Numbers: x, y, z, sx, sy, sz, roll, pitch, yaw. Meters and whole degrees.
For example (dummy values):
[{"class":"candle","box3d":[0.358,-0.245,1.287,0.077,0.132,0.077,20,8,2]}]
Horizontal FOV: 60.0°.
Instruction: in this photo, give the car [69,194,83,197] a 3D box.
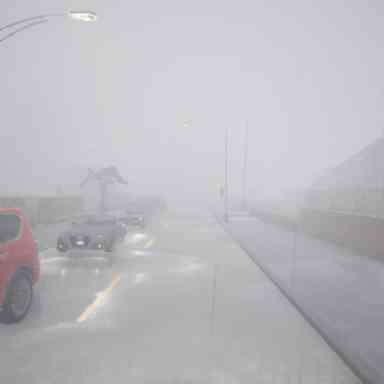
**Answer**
[{"class":"car","box3d":[-19.573,1.339,54.475,1.905,1.878,3.866,0,0,35]}]

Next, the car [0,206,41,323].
[{"class":"car","box3d":[-4.077,1.247,4.365,2.150,2.045,5.566,0,0,0]}]

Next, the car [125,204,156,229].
[{"class":"car","box3d":[-3.926,1.771,22.997,1.895,1.301,4.718,0,0,0]}]

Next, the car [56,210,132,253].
[{"class":"car","box3d":[-4.040,1.657,14.009,1.994,1.385,4.181,0,0,0]}]

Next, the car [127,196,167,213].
[{"class":"car","box3d":[-5.654,1.506,41.286,5.566,2.045,2.150,0,-1,35]}]
